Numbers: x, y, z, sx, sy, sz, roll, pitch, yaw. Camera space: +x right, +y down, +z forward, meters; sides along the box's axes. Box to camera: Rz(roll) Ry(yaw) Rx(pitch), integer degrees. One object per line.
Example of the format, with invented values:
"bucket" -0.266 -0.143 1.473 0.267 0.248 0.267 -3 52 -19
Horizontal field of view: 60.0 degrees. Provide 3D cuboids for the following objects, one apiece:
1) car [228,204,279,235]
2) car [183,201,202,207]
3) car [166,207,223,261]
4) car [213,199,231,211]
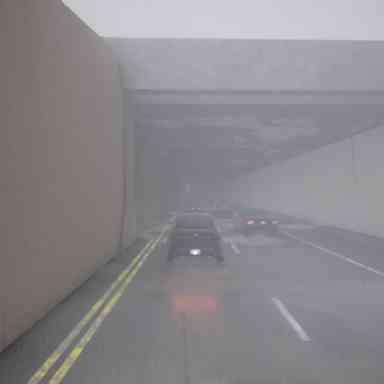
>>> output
"car" 3.596 1.608 19.339 2.033 1.411 5.357 0 0 0
"car" 0.092 1.655 34.345 2.033 1.411 5.357 0 0 0
"car" 0.098 1.545 12.383 1.837 1.490 4.892 0 0 0
"car" 3.591 1.601 39.317 1.882 1.535 5.008 0 0 0
